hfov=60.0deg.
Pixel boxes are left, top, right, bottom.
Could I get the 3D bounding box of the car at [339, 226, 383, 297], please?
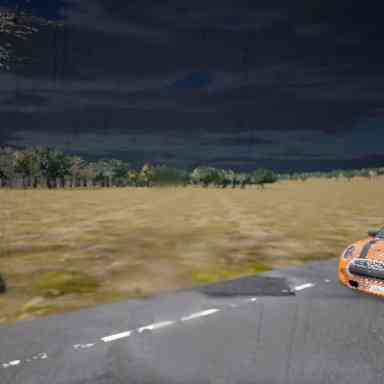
[{"bbox_3d":[5.548,1.364,7.978,4.553,1.767,2.097,0,0,-36],"label":"car"}]
